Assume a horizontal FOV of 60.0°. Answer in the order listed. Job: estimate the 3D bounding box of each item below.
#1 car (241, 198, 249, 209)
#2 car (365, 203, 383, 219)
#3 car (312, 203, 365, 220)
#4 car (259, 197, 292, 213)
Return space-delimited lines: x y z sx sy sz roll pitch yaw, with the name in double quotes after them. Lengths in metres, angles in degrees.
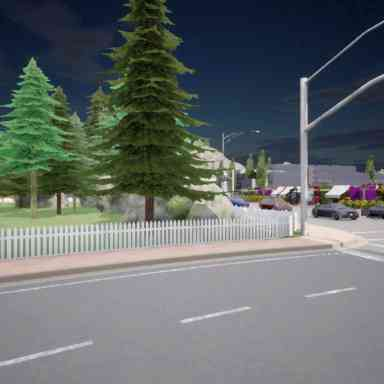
6.495 1.533 47.632 1.882 1.535 5.008 0 0 -17 "car"
16.223 1.619 27.726 1.994 1.385 4.181 0 0 -16 "car"
12.156 1.619 28.441 1.994 1.385 4.181 0 0 -16 "car"
9.413 1.408 37.735 2.097 1.767 4.553 0 0 -16 "car"
